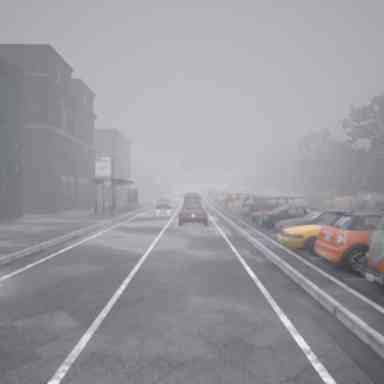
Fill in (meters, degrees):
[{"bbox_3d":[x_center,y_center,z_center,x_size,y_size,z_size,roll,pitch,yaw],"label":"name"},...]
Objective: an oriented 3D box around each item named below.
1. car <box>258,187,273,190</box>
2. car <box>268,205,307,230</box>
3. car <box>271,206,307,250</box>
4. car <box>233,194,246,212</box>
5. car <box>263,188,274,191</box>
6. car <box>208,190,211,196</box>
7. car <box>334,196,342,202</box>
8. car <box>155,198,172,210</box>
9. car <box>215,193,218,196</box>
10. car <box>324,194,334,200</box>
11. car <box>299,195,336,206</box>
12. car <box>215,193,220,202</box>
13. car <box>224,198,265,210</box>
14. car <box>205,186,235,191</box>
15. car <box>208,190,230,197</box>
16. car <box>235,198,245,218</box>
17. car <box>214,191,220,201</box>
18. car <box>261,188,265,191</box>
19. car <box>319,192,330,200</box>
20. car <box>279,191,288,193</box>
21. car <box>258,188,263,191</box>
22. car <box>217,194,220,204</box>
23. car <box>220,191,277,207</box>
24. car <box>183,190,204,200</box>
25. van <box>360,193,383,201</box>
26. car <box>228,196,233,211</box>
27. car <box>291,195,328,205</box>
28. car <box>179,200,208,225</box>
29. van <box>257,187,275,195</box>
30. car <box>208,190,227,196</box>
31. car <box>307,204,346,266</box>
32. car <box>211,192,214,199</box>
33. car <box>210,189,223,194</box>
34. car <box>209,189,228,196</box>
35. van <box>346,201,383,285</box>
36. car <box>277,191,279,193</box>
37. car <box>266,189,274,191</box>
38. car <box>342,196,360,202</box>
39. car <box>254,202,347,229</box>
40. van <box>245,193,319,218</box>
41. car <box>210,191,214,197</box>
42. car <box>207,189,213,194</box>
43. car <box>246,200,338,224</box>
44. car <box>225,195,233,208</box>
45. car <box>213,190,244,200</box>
[{"bbox_3d":[19.587,0.158,85.297,4.674,1.452,2.002,0,3,0],"label":"car"},{"bbox_3d":[6.235,1.523,15.534,4.674,1.452,2.002,0,0,0],"label":"car"},{"bbox_3d":[6.036,1.487,12.752,5.366,1.575,1.946,0,0,0],"label":"car"},{"bbox_3d":[6.256,1.312,29.576,4.553,1.767,2.185,0,0,0],"label":"car"},{"bbox_3d":[19.737,0.542,76.816,5.366,1.575,1.946,0,3,0],"label":"car"},{"bbox_3d":[6.421,0.812,71.242,4.792,1.488,2.163,0,2,0],"label":"car"},{"bbox_3d":[19.584,1.404,37.789,5.366,1.575,1.946,0,0,0],"label":"car"},{"bbox_3d":[-3.407,1.411,41.162,2.033,1.411,5.357,0,0,0],"label":"car"},{"bbox_3d":[6.376,1.332,51.736,4.674,1.452,2.002,0,1,0],"label":"car"},{"bbox_3d":[19.405,1.397,40.698,5.008,1.535,2.097,0,0,0],"label":"car"},{"bbox_3d":[19.460,1.288,51.854,5.008,1.535,2.097,0,1,0],"label":"car"},{"bbox_3d":[6.357,1.331,48.946,5.008,1.535,2.097,0,1,0],"label":"car"},{"bbox_3d":[6.327,1.439,40.584,4.674,1.452,2.002,0,0,0],"label":"car"},{"bbox_3d":[6.500,0.298,76.793,5.566,2.045,2.435,0,3,0],"label":"car"},{"bbox_3d":[6.477,0.417,79.595,5.008,1.535,2.097,0,3,0],"label":"car"},{"bbox_3d":[6.282,1.449,26.669,4.892,1.521,2.231,0,0,0],"label":"car"},{"bbox_3d":[6.416,1.120,54.520,4.553,1.767,2.185,0,1,0],"label":"car"},{"bbox_3d":[19.591,0.443,79.607,4.792,1.488,2.163,0,3,0],"label":"car"},{"bbox_3d":[19.453,1.257,43.483,4.553,1.767,2.185,0,1,0],"label":"car"},{"bbox_3d":[19.491,1.051,62.876,4.892,1.521,2.231,0,2,0],"label":"car"},{"bbox_3d":[19.576,0.306,82.516,4.674,1.452,2.002,0,3,0],"label":"car"},{"bbox_3d":[6.347,1.361,46.157,5.008,1.535,2.097,0,1,0],"label":"car"},{"bbox_3d":[6.348,1.157,37.800,5.566,2.045,2.435,0,0,0],"label":"car"},{"bbox_3d":[0.043,1.091,40.623,2.150,2.045,5.566,0,1,0],"label":"car"},{"bbox_3d":[19.261,1.201,32.220,4.442,1.987,1.878,0,0,0],"label":"van"},{"bbox_3d":[6.483,1.425,32.234,5.366,1.575,1.946,0,0,0],"label":"car"},{"bbox_3d":[19.280,1.238,54.644,5.366,1.575,1.946,0,1,0],"label":"car"},{"bbox_3d":[0.083,1.501,23.477,1.994,1.385,4.181,0,0,0],"label":"car"},{"bbox_3d":[19.468,-0.248,87.953,4.442,1.987,1.878,-1,3,0],"label":"van"},{"bbox_3d":[6.533,0.159,85.155,4.792,1.488,2.163,0,3,0],"label":"car"},{"bbox_3d":[6.179,1.371,9.968,4.553,1.767,2.185,0,0,0],"label":"car"},{"bbox_3d":[6.435,1.155,60.089,4.792,1.488,2.163,0,1,0],"label":"car"},{"bbox_3d":[6.397,0.846,65.658,4.553,1.767,2.185,0,2,0],"label":"car"},{"bbox_3d":[6.524,0.151,82.364,4.553,1.767,2.185,0,3,0],"label":"car"},{"bbox_3d":[6.083,1.278,7.247,4.442,1.987,1.878,0,0,0],"label":"van"},{"bbox_3d":[19.503,0.965,65.792,5.008,1.535,2.097,0,2,0],"label":"car"},{"bbox_3d":[19.726,0.664,74.023,5.366,1.575,1.946,0,3,0],"label":"car"},{"bbox_3d":[19.360,1.166,35.004,5.566,2.045,2.435,0,0,0],"label":"car"},{"bbox_3d":[6.238,1.474,18.318,5.008,1.535,2.097,0,0,0],"label":"car"},{"bbox_3d":[6.382,1.231,23.884,4.442,1.987,1.878,0,0,0],"label":"van"},{"bbox_3d":[6.388,1.082,62.876,4.792,1.488,2.163,0,2,0],"label":"car"},{"bbox_3d":[6.454,0.672,74.018,4.892,1.521,2.231,0,2,0],"label":"car"},{"bbox_3d":[6.259,1.465,21.101,5.008,1.535,2.097,0,0,0],"label":"car"},{"bbox_3d":[6.303,1.418,35.018,5.008,1.535,2.097,0,0,0],"label":"car"},{"bbox_3d":[6.426,1.065,57.299,4.553,1.767,2.185,0,1,0],"label":"car"}]
